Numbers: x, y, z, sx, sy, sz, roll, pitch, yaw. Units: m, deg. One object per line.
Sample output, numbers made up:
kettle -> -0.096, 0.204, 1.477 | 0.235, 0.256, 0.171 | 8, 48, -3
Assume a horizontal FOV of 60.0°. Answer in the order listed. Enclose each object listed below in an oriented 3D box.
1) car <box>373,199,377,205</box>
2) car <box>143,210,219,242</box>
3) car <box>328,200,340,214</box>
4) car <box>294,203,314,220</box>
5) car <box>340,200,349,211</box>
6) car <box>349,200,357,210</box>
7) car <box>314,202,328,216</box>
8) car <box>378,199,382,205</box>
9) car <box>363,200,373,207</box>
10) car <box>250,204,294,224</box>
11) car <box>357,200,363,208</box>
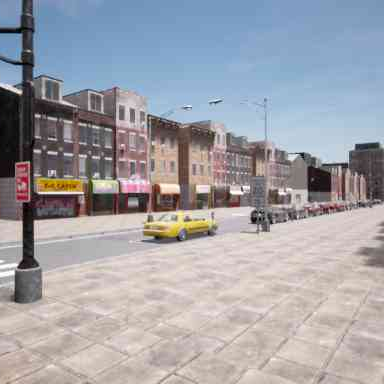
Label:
car -> 35.387, 2.212, 67.184 | 1.887, 1.381, 4.507 | -1, -2, 35
car -> -0.379, 1.598, 16.895 | 1.752, 1.417, 4.829 | -1, -1, 35
car -> 15.825, 1.834, 39.678 | 1.887, 1.381, 4.507 | -1, -1, 35
car -> 9.304, 1.743, 30.510 | 2.008, 1.369, 4.403 | -1, -1, 35
car -> 19.084, 1.784, 44.265 | 1.967, 1.590, 4.097 | -1, -1, 35
car -> 22.346, 1.952, 48.847 | 2.008, 1.369, 4.403 | -1, -1, 35
car -> 12.565, 1.821, 35.094 | 1.802, 1.307, 4.206 | -1, -1, 35
car -> 45.168, 2.461, 80.936 | 2.008, 1.369, 4.403 | -2, -2, 35
car -> 32.128, 2.147, 62.601 | 2.008, 1.369, 4.403 | -1, -1, 35
car -> 6.044, 1.715, 25.925 | 1.947, 1.339, 4.313 | -1, -1, 35
car -> 25.606, 2.014, 53.432 | 2.008, 1.369, 4.403 | -1, -1, 35
